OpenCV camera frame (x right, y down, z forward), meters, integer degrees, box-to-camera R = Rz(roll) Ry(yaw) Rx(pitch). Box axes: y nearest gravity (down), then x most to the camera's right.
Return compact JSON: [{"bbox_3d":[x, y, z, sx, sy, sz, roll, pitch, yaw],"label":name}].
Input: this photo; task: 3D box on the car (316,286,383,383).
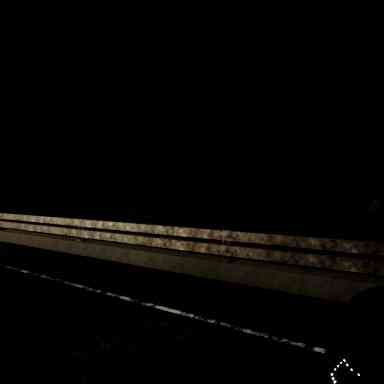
[{"bbox_3d":[3.504,1.223,1.493,5.566,2.045,2.150,0,0,35],"label":"car"}]
